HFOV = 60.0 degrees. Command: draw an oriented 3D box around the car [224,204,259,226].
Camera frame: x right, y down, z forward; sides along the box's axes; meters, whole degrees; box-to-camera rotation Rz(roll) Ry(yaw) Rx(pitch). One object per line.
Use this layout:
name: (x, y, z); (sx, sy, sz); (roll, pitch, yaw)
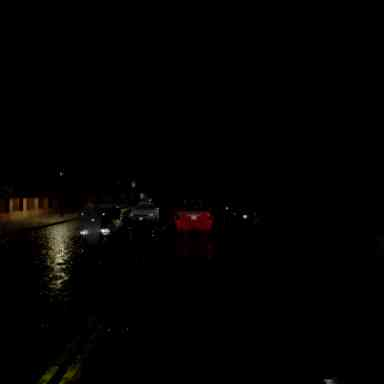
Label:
car: (3.346, 1.514, 22.939); (1.994, 1.385, 4.181); (0, 0, 0)

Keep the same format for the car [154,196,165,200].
car: (-6.529, 1.392, 65.630); (1.994, 1.385, 4.181); (0, 0, 0)

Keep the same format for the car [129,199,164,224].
car: (-3.354, 1.471, 24.196); (1.812, 1.442, 4.674); (0, 0, 0)

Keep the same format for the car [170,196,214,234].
car: (0.096, 1.310, 18.895); (2.097, 1.767, 4.553); (0, 0, 0)

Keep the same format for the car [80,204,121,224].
car: (-6.605, 1.546, 24.369); (1.895, 1.301, 4.718); (0, 0, 0)

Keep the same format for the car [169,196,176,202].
car: (-3.283, 1.394, 65.228); (1.994, 1.385, 4.181); (0, 0, 1)

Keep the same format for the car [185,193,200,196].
car: (0.093, 1.129, 39.020); (2.150, 2.045, 5.566); (0, 0, 0)
